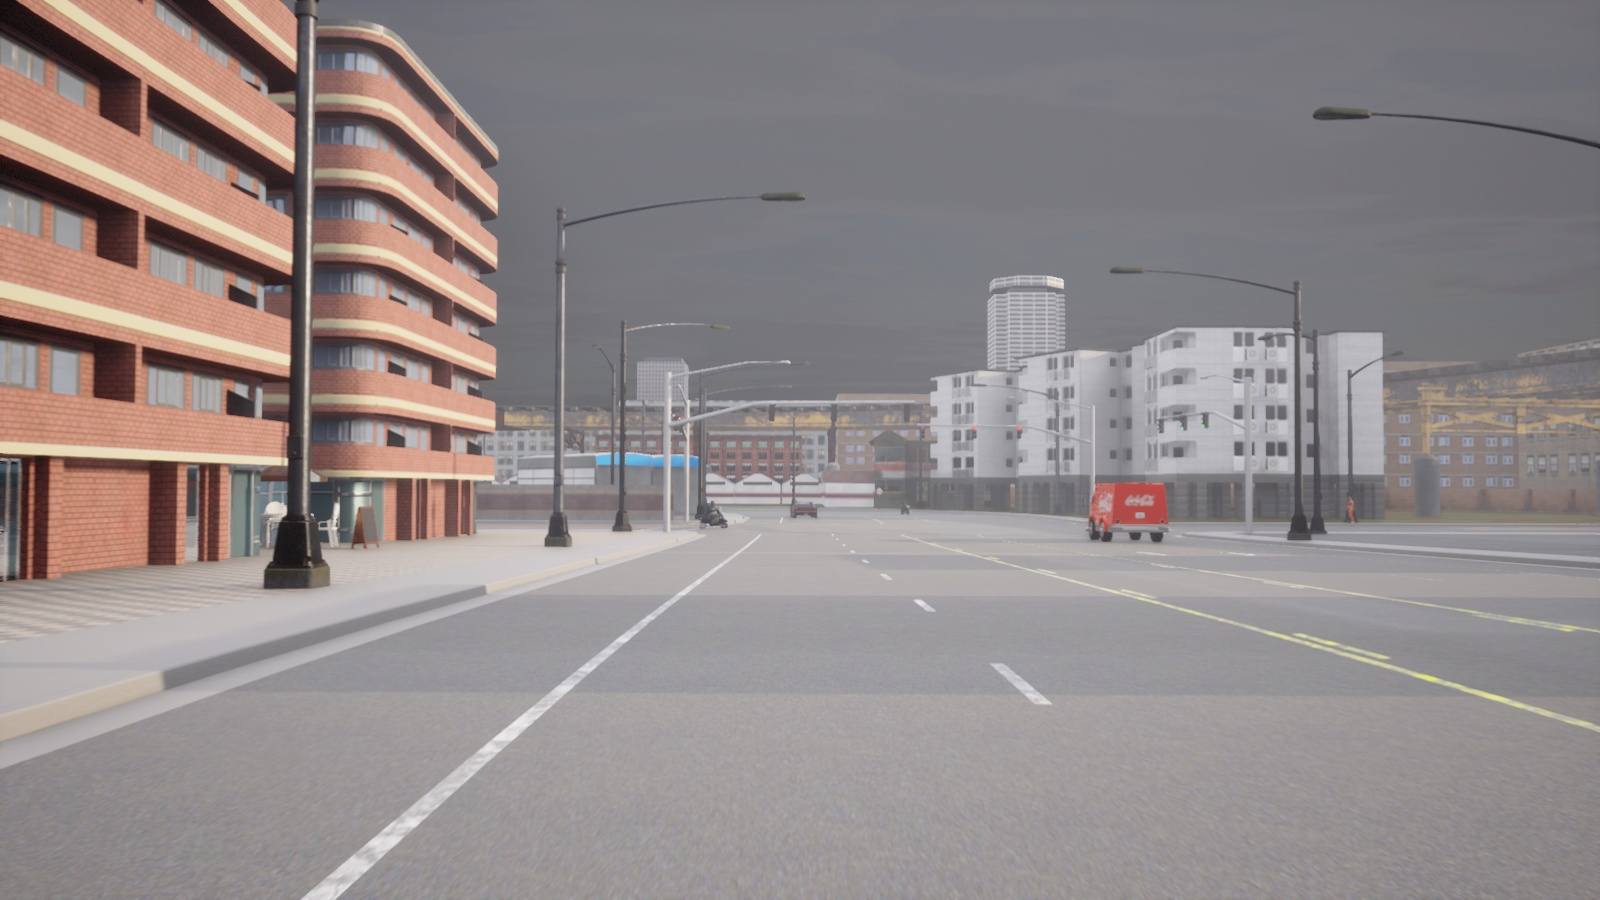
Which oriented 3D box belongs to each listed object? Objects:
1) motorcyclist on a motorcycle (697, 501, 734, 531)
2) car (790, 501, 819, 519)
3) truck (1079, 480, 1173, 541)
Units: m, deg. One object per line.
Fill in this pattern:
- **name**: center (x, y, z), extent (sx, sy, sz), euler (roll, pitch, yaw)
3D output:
- **motorcyclist on a motorcycle**: center (-4.728, 3.688, 70.171), extent (1.817, 1.590, 0.866), euler (-1, 0, 23)
- **car**: center (0.346, 4.697, 98.263), extent (1.895, 1.301, 4.718), euler (0, -2, -5)
- **truck**: center (13.882, 2.569, 53.865), extent (2.627, 2.467, 5.204), euler (0, -2, -1)
